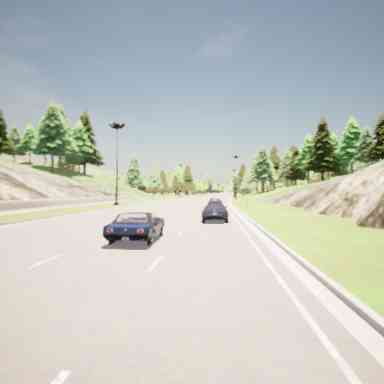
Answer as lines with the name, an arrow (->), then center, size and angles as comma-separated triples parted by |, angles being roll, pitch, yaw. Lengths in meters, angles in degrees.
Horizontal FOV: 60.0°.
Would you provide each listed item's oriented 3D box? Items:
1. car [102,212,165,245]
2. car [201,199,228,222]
car -> -2.444, 1.540, 15.208 | 1.895, 1.301, 4.718 | 0, 0, 4
car -> 1.769, 1.506, 25.650 | 1.994, 1.385, 4.181 | 0, 0, 4
